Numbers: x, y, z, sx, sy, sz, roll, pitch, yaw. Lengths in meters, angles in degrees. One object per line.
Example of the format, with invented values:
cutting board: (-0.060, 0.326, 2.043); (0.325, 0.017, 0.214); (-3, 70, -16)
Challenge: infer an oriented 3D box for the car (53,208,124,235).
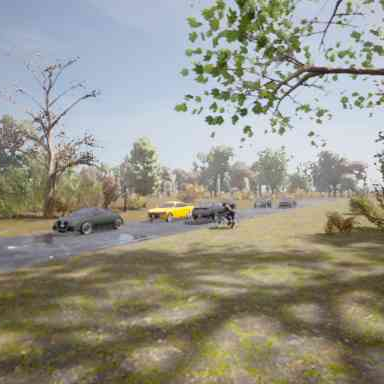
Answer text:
car: (-5.895, 1.609, 19.319); (1.994, 1.385, 4.181); (0, 0, 28)

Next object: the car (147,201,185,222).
car: (-1.696, 1.540, 27.032); (1.882, 1.535, 5.008); (0, 0, 28)

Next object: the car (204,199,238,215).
car: (3.218, 1.559, 36.039); (1.882, 1.535, 5.008); (0, 0, 28)

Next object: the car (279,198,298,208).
car: (14.524, 1.649, 50.148); (2.033, 1.411, 5.357); (0, 0, 29)

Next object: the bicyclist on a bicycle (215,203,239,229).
bicyclist on a bicycle: (2.180, 1.492, 20.873); (1.656, 1.620, 0.582); (0, 0, 29)

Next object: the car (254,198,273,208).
car: (10.641, 1.612, 49.506); (2.128, 1.511, 4.902); (0, 0, 29)

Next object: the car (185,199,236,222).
car: (1.745, 1.546, 26.669); (2.128, 1.511, 4.902); (0, 0, 29)
